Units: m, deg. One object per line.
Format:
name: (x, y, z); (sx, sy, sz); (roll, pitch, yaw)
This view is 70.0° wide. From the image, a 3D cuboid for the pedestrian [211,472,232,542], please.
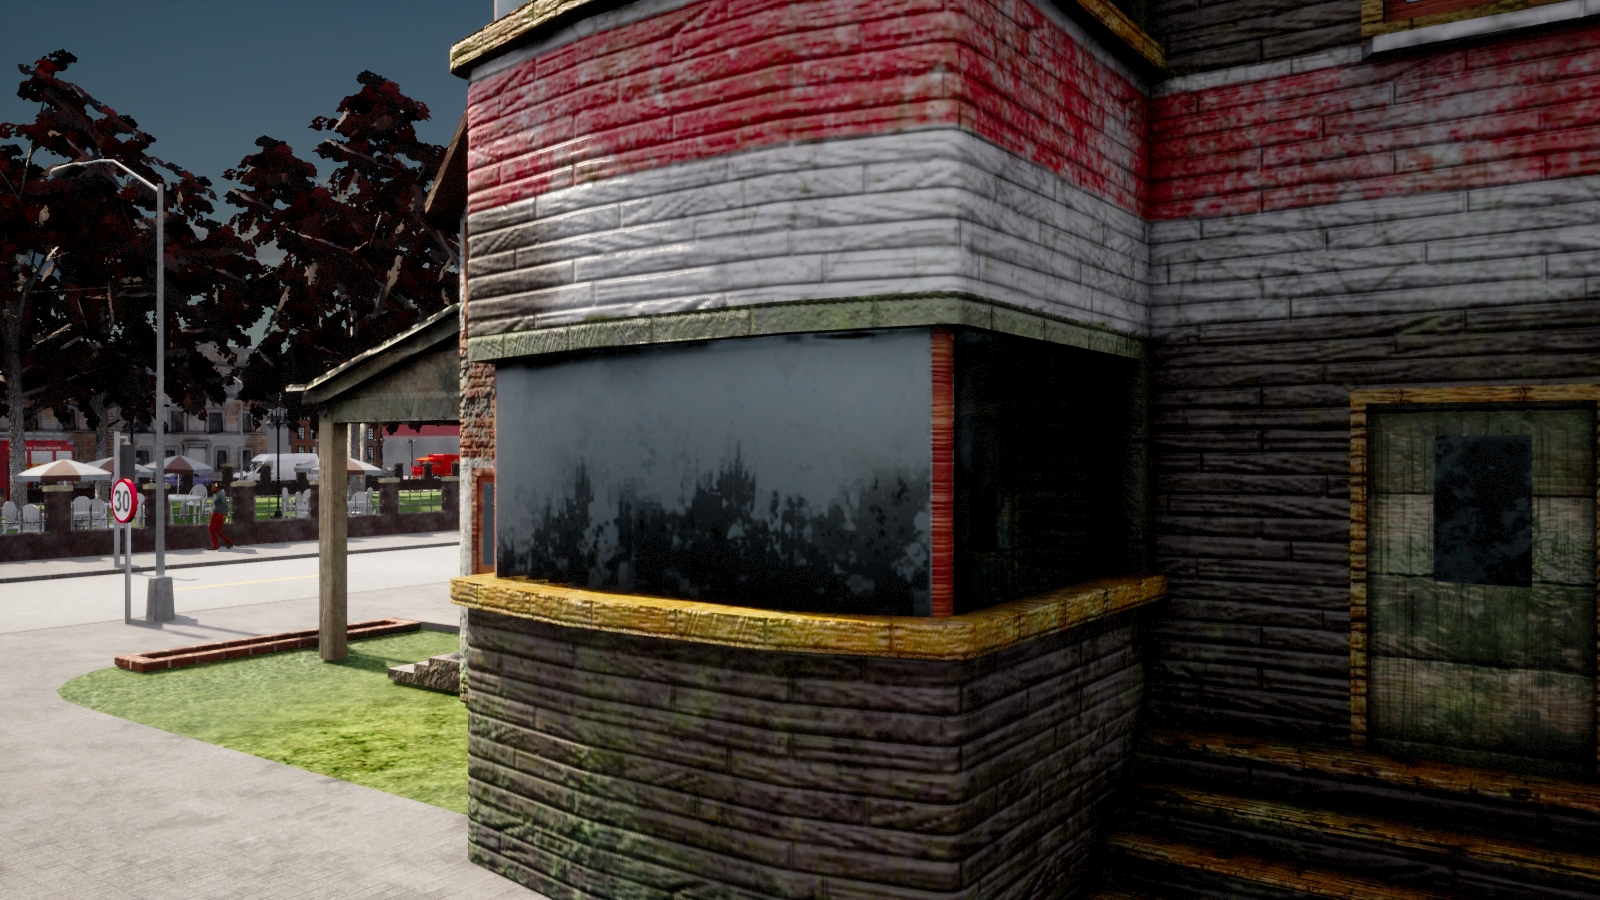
pedestrian: (-15.454, 1.517, 30.528); (0.375, 1.860, 0.375); (0, 0, 36)
